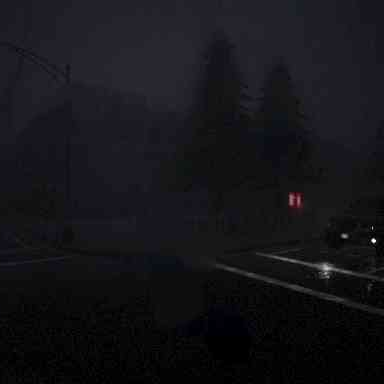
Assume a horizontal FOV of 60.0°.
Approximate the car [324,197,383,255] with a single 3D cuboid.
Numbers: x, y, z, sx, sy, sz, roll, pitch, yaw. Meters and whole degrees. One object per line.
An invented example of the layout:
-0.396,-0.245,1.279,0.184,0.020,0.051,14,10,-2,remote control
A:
7.762,1.248,13.710,5.566,2.045,2.150,0,0,-36,car
